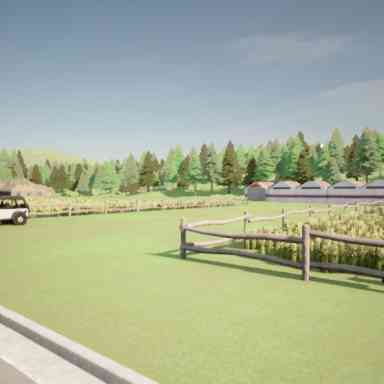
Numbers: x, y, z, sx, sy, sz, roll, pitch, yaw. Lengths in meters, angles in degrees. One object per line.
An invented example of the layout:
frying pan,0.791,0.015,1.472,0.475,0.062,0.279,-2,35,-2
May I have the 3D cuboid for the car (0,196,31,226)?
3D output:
car,-12.081,1.206,20.580,1.905,1.878,3.866,0,0,38
